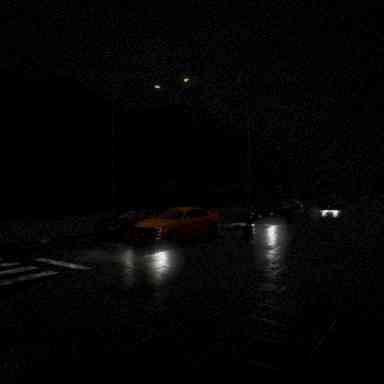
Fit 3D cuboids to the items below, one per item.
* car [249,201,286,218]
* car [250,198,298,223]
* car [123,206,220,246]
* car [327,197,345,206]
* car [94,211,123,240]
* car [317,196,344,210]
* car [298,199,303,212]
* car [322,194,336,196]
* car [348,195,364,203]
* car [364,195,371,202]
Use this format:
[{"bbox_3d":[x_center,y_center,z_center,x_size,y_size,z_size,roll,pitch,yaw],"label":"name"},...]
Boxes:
[{"bbox_3d":[6.980,1.522,30.551,1.802,1.307,4.206,0,0,35],"label":"car"},{"bbox_3d":[6.024,1.448,24.782,1.837,1.490,4.892,0,0,35],"label":"car"},{"bbox_3d":[-0.557,1.440,15.434,1.882,1.535,5.008,0,0,35],"label":"car"},{"bbox_3d":[23.326,1.498,53.774,1.947,1.339,4.313,0,0,35],"label":"car"},{"bbox_3d":[-2.826,1.516,16.618,2.008,1.369,4.403,0,0,35],"label":"car"},{"bbox_3d":[17.149,1.498,40.476,1.994,1.385,4.181,0,0,36],"label":"car"},{"bbox_3d":[10.249,1.377,35.196,1.967,1.590,4.097,0,0,35],"label":"car"},{"bbox_3d":[20.056,1.248,49.129,2.192,1.841,5.009,0,0,35],"label":"car"},{"bbox_3d":[33.132,1.507,67.708,1.947,1.339,4.313,0,0,35],"label":"car"},{"bbox_3d":[39.571,1.484,76.858,1.752,1.417,4.829,0,0,35],"label":"car"}]
